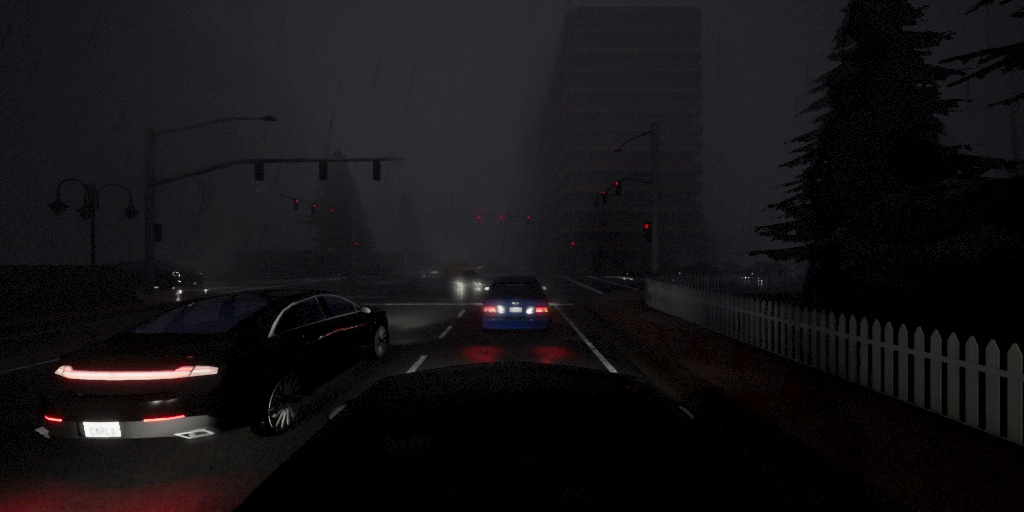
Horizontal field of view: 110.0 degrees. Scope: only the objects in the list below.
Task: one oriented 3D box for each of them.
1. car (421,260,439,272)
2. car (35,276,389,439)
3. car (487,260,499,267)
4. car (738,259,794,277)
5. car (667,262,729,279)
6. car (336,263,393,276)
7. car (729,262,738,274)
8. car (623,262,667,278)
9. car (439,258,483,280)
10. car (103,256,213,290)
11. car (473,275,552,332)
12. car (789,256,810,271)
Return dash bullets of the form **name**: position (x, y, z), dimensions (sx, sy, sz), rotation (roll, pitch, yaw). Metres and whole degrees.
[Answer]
- **car**: position (-10.567, 1.297, 47.776), dimensions (2.033, 1.411, 5.357), rotation (0, 0, 0)
- **car**: position (-3.428, 1.242, 5.433), dimensions (2.128, 1.511, 4.902), rotation (0, 0, 0)
- **car**: position (-3.361, 1.350, 63.461), dimensions (1.895, 1.301, 4.718), rotation (0, 0, 0)
- **car**: position (24.356, 1.242, 34.310), dimensions (5.357, 1.411, 2.033), rotation (0, 0, -31)
- **car**: position (15.877, 1.258, 30.630), dimensions (4.181, 1.385, 1.994), rotation (0, 0, -20)
- **car**: position (-13.701, 1.345, 33.363), dimensions (1.895, 1.301, 4.718), rotation (1, 0, 44)
- **car**: position (22.042, 1.295, 37.021), dimensions (4.718, 1.301, 1.895), rotation (0, 0, -30)
- **car**: position (13.143, 1.242, 33.454), dimensions (5.357, 1.411, 2.033), rotation (0, 0, -13)
- **car**: position (-4.539, 1.208, 31.393), dimensions (1.882, 1.535, 5.008), rotation (-1, 1, -28)
- **car**: position (-21.138, 1.047, 21.359), dimensions (4.553, 1.767, 2.097), rotation (0, 0, 0)
- **car**: position (0.119, 1.297, 10.847), dimensions (2.033, 1.411, 5.357), rotation (0, 0, 1)
- **car**: position (35.679, 0.911, 44.396), dimensions (2.150, 2.045, 5.566), rotation (0, 1, 35)
